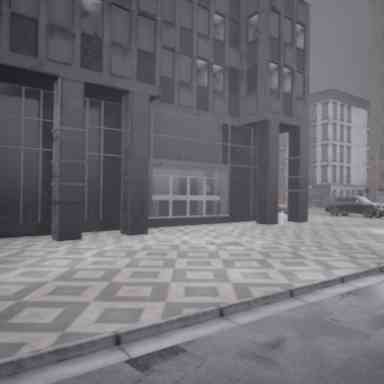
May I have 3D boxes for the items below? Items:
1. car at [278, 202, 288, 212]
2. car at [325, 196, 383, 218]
[{"bbox_3d":[9.678,1.684,39.779,1.812,1.442,4.674,1,-1,-35],"label":"car"},{"bbox_3d":[15.505,1.376,31.659,2.150,2.045,5.566,1,-1,-36],"label":"car"}]
